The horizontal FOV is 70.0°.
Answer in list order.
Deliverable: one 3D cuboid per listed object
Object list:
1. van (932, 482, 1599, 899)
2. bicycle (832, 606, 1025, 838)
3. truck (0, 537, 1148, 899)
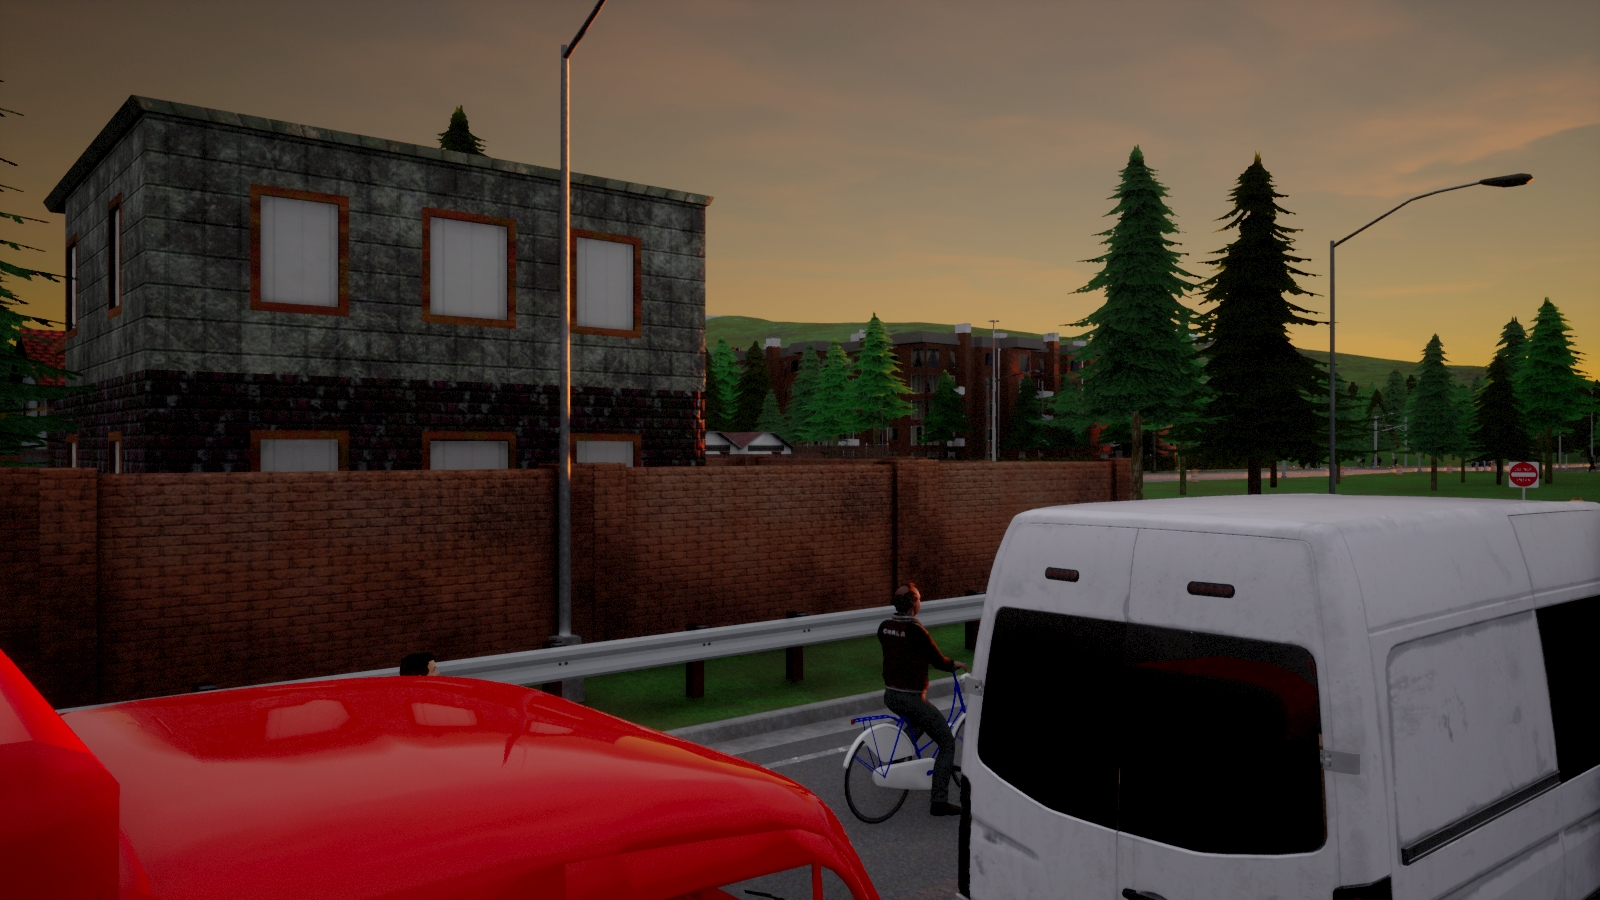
[{"bbox_3d":[3.509,1.534,6.458,5.915,2.561,1.988,0,0,-40],"label":"van"},{"bbox_3d":[1.045,2.060,8.955,1.835,1.471,0.329,0,0,-40],"label":"bicycle"},{"bbox_3d":[-2.109,1.568,1.686,5.204,2.467,2.627,0,0,-40],"label":"truck"}]
